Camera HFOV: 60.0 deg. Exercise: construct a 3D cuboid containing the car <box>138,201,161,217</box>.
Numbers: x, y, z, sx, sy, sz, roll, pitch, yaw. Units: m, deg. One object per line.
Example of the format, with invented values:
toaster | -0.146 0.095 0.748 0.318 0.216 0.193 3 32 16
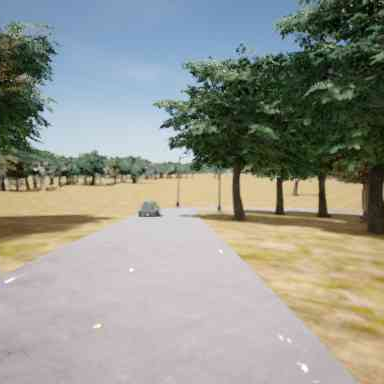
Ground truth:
car | -4.454 1.692 35.172 2.097 1.767 4.553 0 -1 -2
